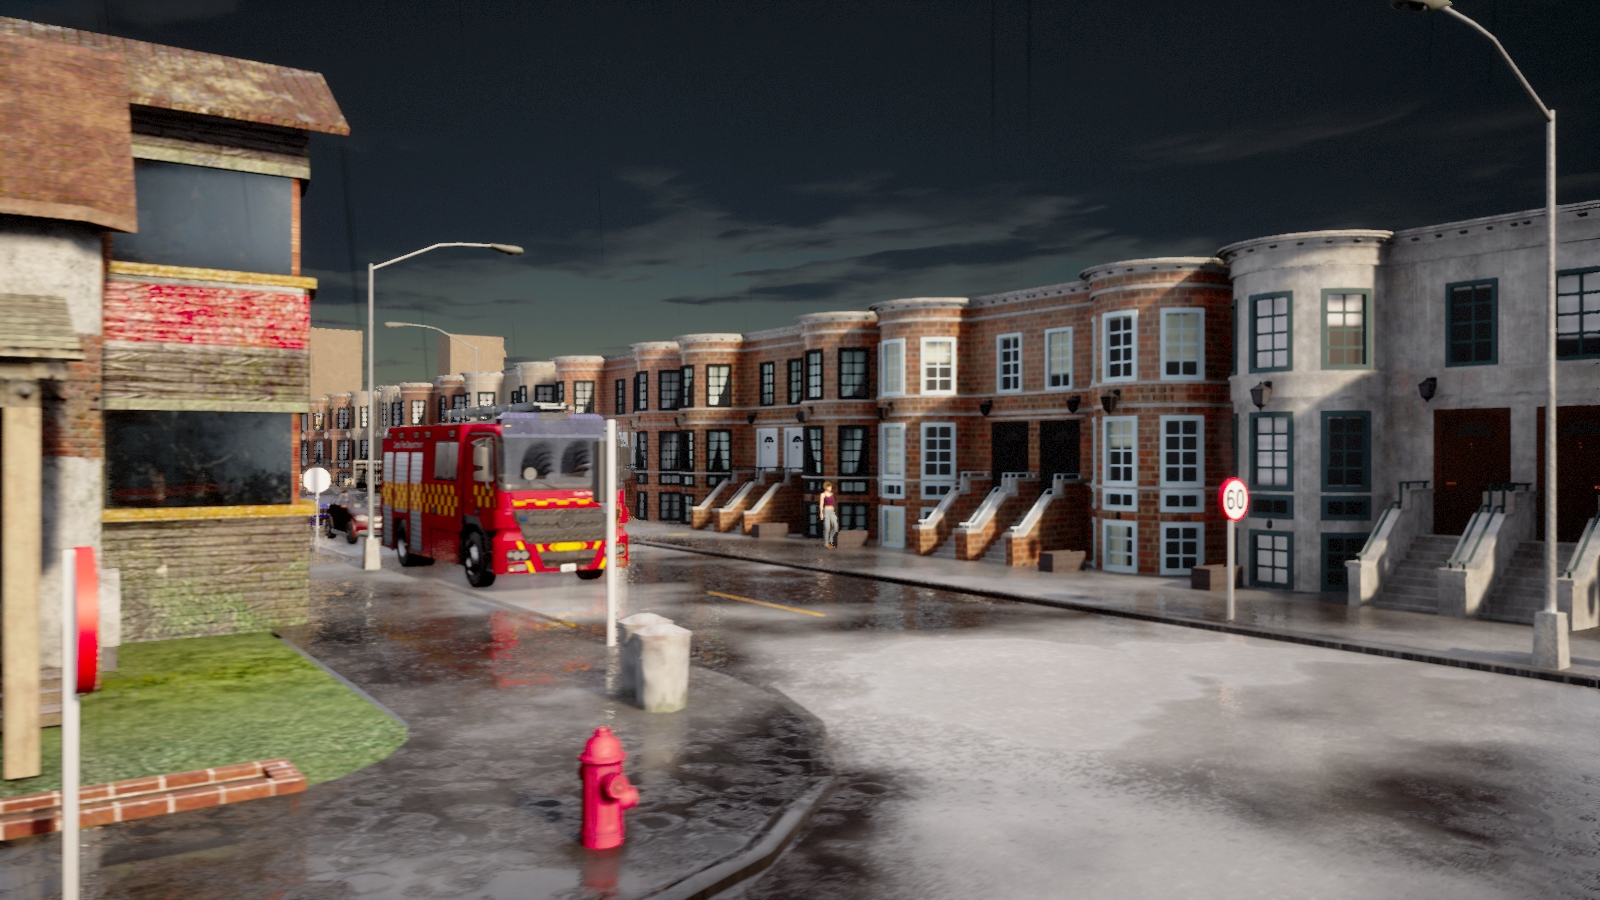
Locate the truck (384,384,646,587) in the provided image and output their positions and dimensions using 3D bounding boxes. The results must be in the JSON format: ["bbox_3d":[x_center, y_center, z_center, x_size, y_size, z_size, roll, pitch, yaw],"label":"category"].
[{"bbox_3d":[-6.730,0.671,25.777,2.891,3.827,8.468,0,0,-35],"label":"truck"}]

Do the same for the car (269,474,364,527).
[{"bbox_3d":[-17.438,1.747,41.071,2.242,1.667,4.611,0,0,-35],"label":"car"}]

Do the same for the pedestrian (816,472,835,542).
[{"bbox_3d":[0.691,1.523,30.865,0.375,1.860,0.375,0,0,-41],"label":"pedestrian"}]
